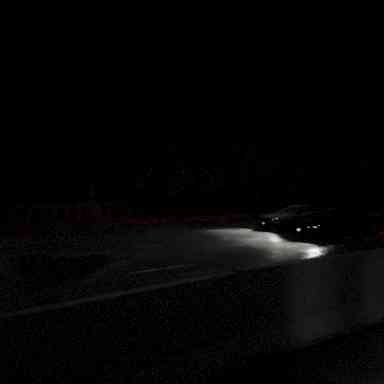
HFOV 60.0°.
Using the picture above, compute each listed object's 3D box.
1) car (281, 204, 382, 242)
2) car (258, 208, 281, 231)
[{"bbox_3d":[6.886,1.412,15.805,4.892,1.490,1.837,0,0,-26],"label":"car"},{"bbox_3d":[6.005,1.422,19.278,4.674,1.442,1.812,0,0,-26],"label":"car"}]
